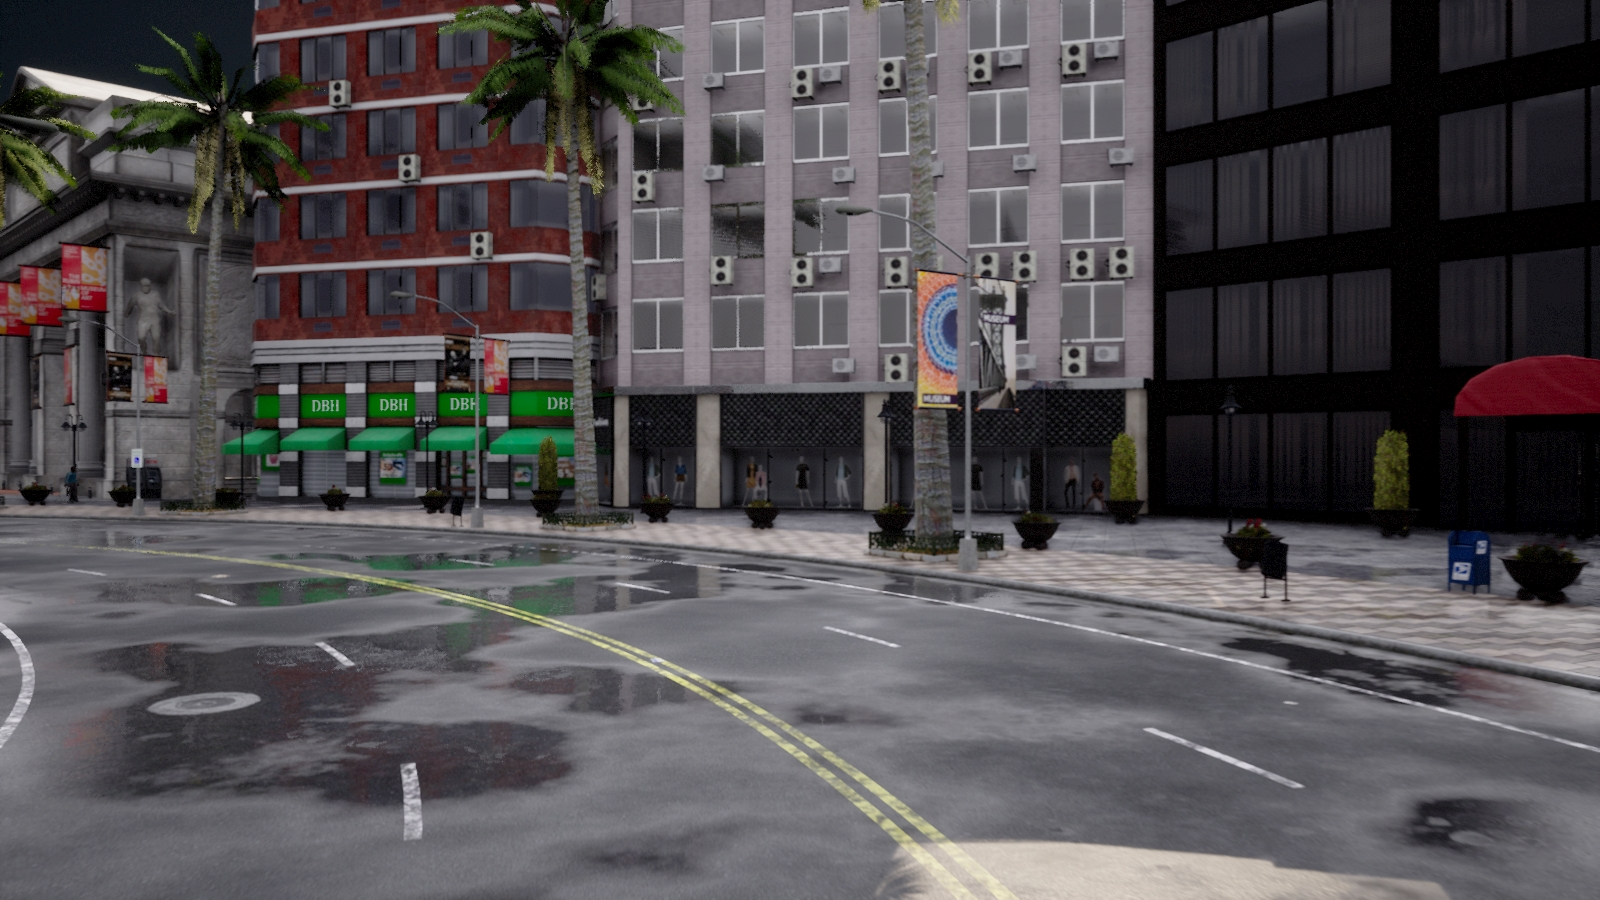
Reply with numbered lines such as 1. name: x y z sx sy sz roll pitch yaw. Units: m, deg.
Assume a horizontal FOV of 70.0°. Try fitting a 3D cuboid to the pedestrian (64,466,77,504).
1. pedestrian: -35.565 1.705 55.673 0.375 1.860 0.375 0 0 16
